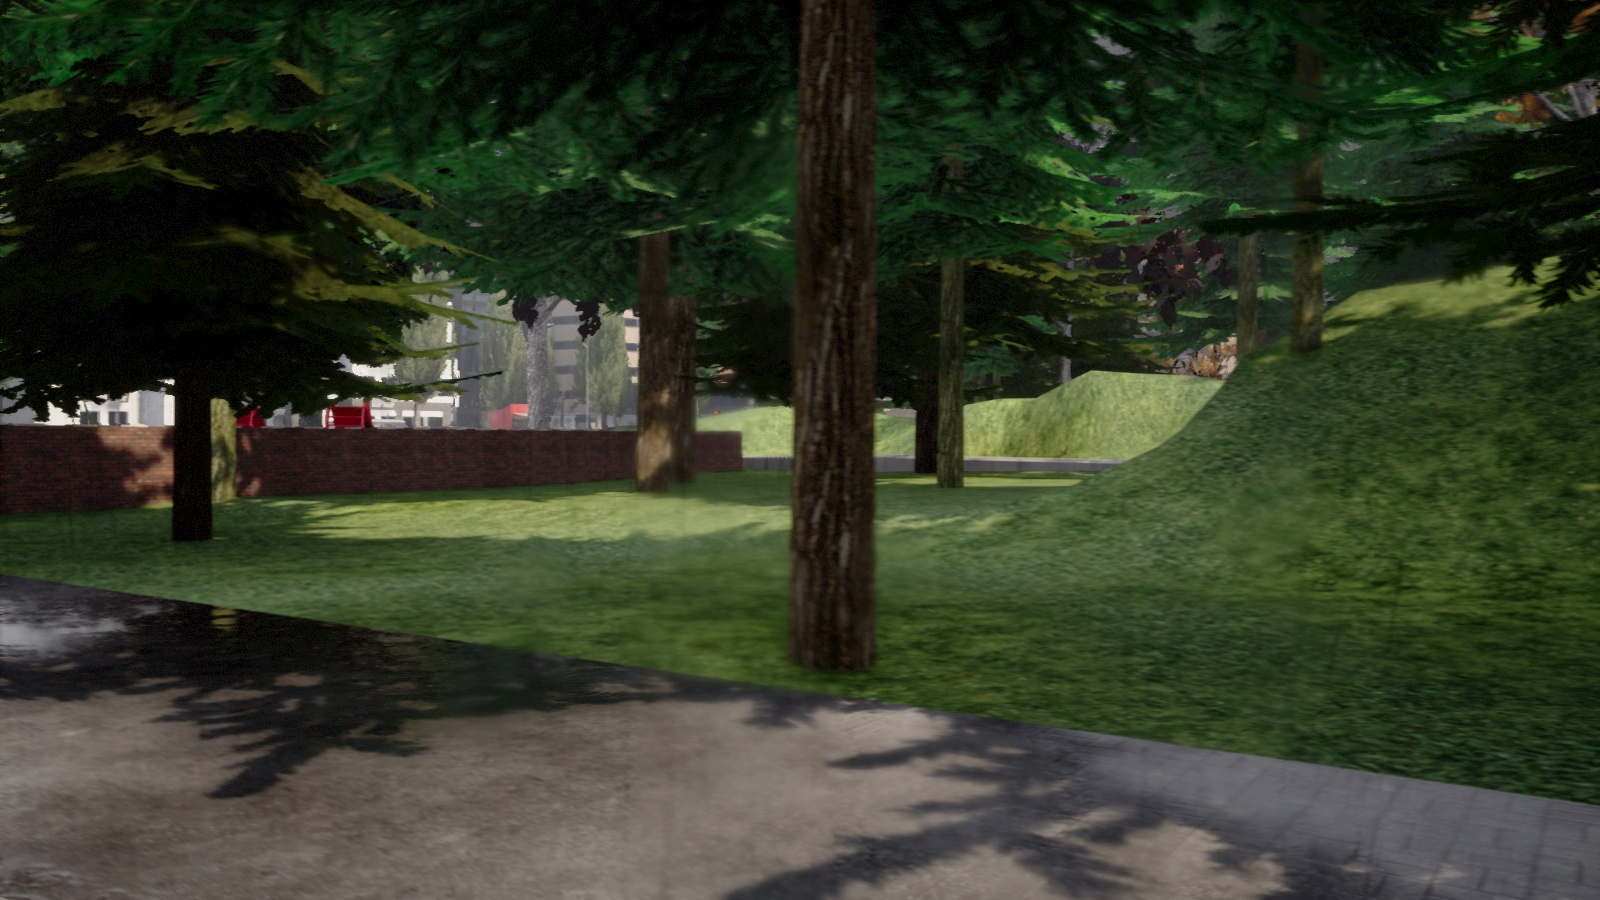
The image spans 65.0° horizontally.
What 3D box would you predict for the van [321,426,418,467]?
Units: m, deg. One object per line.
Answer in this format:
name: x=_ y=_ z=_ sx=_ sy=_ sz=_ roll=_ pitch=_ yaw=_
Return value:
van: x=-21.789 y=-0.189 z=63.729 sx=1.775 sy=1.987 sz=4.442 roll=0 pitch=1 yaw=34
